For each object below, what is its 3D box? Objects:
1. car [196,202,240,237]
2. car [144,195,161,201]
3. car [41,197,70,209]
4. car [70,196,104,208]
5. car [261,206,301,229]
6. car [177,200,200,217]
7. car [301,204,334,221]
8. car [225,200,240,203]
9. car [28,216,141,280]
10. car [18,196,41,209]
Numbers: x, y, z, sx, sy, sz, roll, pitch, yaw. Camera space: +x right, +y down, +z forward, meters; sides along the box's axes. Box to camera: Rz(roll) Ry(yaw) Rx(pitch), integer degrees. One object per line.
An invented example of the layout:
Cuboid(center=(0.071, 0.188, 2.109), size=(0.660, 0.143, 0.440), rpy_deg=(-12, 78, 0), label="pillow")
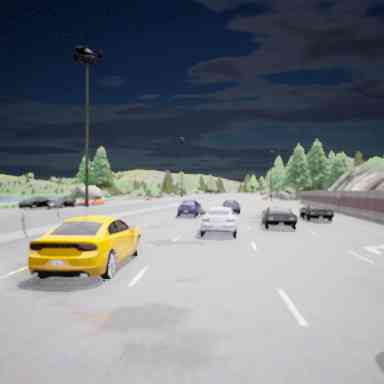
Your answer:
Cuboid(center=(1.519, 1.503, 18.008), size=(1.812, 1.442, 4.674), rpy_deg=(0, 0, 8), label="car")
Cuboid(center=(-6.728, 1.293, 57.279), size=(2.097, 1.767, 4.553), rpy_deg=(0, 0, 9), label="car")
Cuboid(center=(-16.285, 1.370, 41.992), size=(2.128, 1.511, 4.902), rpy_deg=(0, 0, 9), label="car")
Cuboid(center=(-12.789, 1.242, 41.687), size=(2.097, 1.767, 4.553), rpy_deg=(0, 0, 9), label="car")
Cuboid(center=(5.547, 1.586, 21.632), size=(1.895, 1.301, 4.718), rpy_deg=(0, 0, 8), label="car")
Cuboid(center=(-0.162, 1.478, 30.563), size=(1.812, 1.442, 4.674), rpy_deg=(0, 0, 9), label="car")
Cuboid(center=(9.867, 1.593, 26.752), size=(1.895, 1.301, 4.718), rpy_deg=(0, 0, 9), label="car")
Cuboid(center=(4.079, 1.524, 35.064), size=(1.994, 1.385, 4.181), rpy_deg=(0, 0, 9), label="car")
Cuboid(center=(-2.867, 1.452, 9.995), size=(1.882, 1.535, 5.008), rpy_deg=(0, 0, 4), label="car")
Cuboid(center=(-19.809, 1.344, 42.113), size=(1.882, 1.535, 5.008), rpy_deg=(0, 0, 9), label="car")
